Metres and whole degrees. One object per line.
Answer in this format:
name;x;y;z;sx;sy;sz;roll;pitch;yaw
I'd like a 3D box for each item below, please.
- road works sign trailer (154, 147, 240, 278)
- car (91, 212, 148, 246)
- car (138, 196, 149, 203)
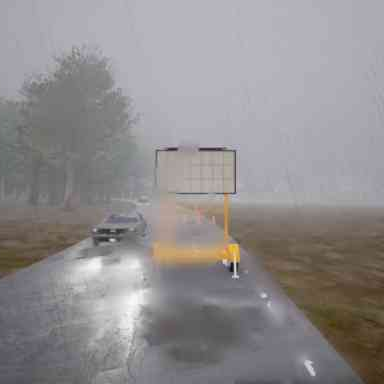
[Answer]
road works sign trailer;0.109;0.464;10.097;2.380;3.560;2.880;0;0;-1
car;-3.182;1.600;15.310;1.895;1.301;4.718;0;0;-2
car;-9.897;1.518;67.858;1.882;1.535;5.008;0;0;-13
